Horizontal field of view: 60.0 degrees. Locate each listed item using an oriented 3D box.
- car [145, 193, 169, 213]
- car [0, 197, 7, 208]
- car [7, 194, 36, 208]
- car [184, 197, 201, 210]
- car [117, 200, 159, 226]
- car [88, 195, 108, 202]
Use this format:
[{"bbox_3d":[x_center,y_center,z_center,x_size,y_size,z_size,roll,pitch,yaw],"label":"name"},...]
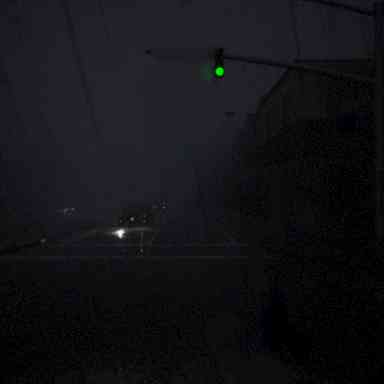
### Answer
[{"bbox_3d":[-3.601,1.107,35.075,2.150,2.045,5.566,0,0,0],"label":"car"},{"bbox_3d":[-25.992,1.446,45.455,1.970,1.475,3.806,0,0,0],"label":"car"},{"bbox_3d":[-22.665,1.161,44.856,1.905,1.878,3.866,0,0,0],"label":"car"},{"bbox_3d":[0.065,1.377,39.646,2.128,1.511,4.902,0,0,0],"label":"car"},{"bbox_3d":[-3.610,1.445,22.077,1.994,1.385,4.181,0,0,0],"label":"car"},{"bbox_3d":[-22.240,1.575,78.858,4.611,1.667,2.242,0,0,0],"label":"car"}]
